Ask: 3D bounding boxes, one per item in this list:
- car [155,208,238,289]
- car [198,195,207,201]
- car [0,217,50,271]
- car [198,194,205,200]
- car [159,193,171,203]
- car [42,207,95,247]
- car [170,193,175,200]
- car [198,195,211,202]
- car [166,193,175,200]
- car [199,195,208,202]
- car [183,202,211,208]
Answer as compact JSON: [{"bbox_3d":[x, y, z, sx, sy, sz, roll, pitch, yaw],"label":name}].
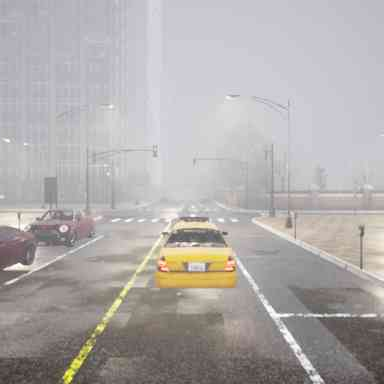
[{"bbox_3d":[0.088,1.452,9.128,1.801,1.575,5.366,0,0,0],"label":"car"},{"bbox_3d":[2.596,1.432,80.327,2.008,1.369,4.403,0,0,0],"label":"car"},{"bbox_3d":[-5.701,1.578,8.925,1.802,1.307,4.206,0,0,0],"label":"car"},{"bbox_3d":[2.583,1.393,91.448,1.887,1.381,4.507,0,0,0],"label":"car"},{"bbox_3d":[-5.917,1.471,69.140,1.947,1.339,4.313,0,0,0],"label":"car"},{"bbox_3d":[-5.708,1.430,14.618,1.967,1.590,4.097,0,0,0],"label":"car"},{"bbox_3d":[-5.936,1.306,85.824,1.967,1.590,4.097,0,0,0],"label":"car"},{"bbox_3d":[2.676,1.480,63.652,1.947,1.339,4.313,0,0,0],"label":"car"},{"bbox_3d":[-5.942,1.163,91.383,2.192,1.841,5.009,0,0,0],"label":"car"},{"bbox_3d":[2.602,1.439,74.766,1.887,1.381,4.507,0,0,0],"label":"car"},{"bbox_3d":[0.093,1.531,19.391,2.033,1.411,5.357,0,0,0],"label":"car"}]
